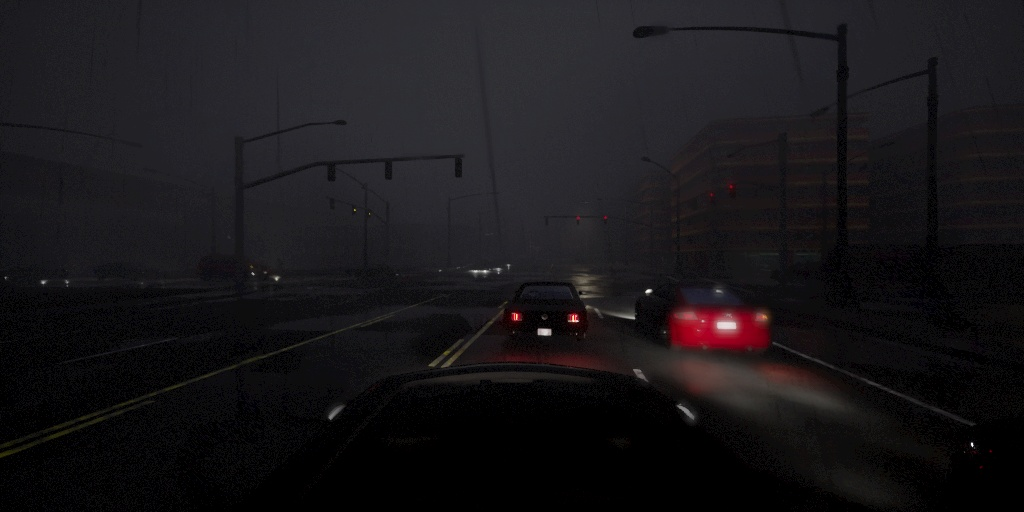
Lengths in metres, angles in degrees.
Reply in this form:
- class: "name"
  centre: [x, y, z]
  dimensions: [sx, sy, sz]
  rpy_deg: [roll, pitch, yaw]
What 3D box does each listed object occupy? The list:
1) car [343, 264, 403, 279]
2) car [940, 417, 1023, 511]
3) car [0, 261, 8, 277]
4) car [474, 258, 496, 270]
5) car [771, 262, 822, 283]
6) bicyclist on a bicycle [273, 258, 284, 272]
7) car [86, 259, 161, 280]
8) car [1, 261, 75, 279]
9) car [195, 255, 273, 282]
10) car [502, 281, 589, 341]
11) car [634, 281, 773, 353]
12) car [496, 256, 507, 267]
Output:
- class: "car"
  centre: [-12.238, 1.354, 31.634]
  dimensions: [4.718, 1.301, 1.895]
  rpy_deg: [0, 0, 7]
- class: "car"
  centre: [3.640, 1.242, 0.209]
  dimensions: [2.128, 1.511, 4.902]
  rpy_deg: [0, 0, 1]
- class: "car"
  centre: [-51.148, 1.276, 35.282]
  dimensions: [4.674, 1.442, 1.812]
  rpy_deg: [0, 0, 35]
- class: "car"
  centre: [-3.851, 1.176, 48.715]
  dimensions: [1.994, 1.385, 4.181]
  rpy_deg: [0, 1, 8]
- class: "car"
  centre: [22.819, 1.228, 27.585]
  dimensions: [5.008, 1.535, 1.882]
  rpy_deg: [0, 0, 7]
- class: "bicyclist on a bicycle"
  centre: [-26.397, 1.053, 40.606]
  dimensions: [0.582, 1.620, 1.656]
  rpy_deg: [0, 0, 7]
- class: "car"
  centre: [-32.430, 1.228, 30.270]
  dimensions: [5.008, 1.535, 1.882]
  rpy_deg: [0, 0, 7]
- class: "car"
  centre: [-41.836, 1.351, 31.600]
  dimensions: [4.718, 1.301, 1.895]
  rpy_deg: [0, 0, 12]
- class: "car"
  centre: [-22.499, 0.971, 29.093]
  dimensions: [5.566, 2.045, 2.150]
  rpy_deg: [0, 0, 7]
- class: "car"
  centre: [1.002, 1.351, 9.923]
  dimensions: [1.895, 1.301, 4.718]
  rpy_deg: [0, 0, 8]
- class: "car"
  centre: [4.405, 1.314, 8.921]
  dimensions: [1.994, 1.385, 4.181]
  rpy_deg: [0, 0, 7]
- class: "car"
  centre: [-2.499, 1.064, 58.569]
  dimensions: [1.895, 1.301, 4.718]
  rpy_deg: [0, 1, 8]
